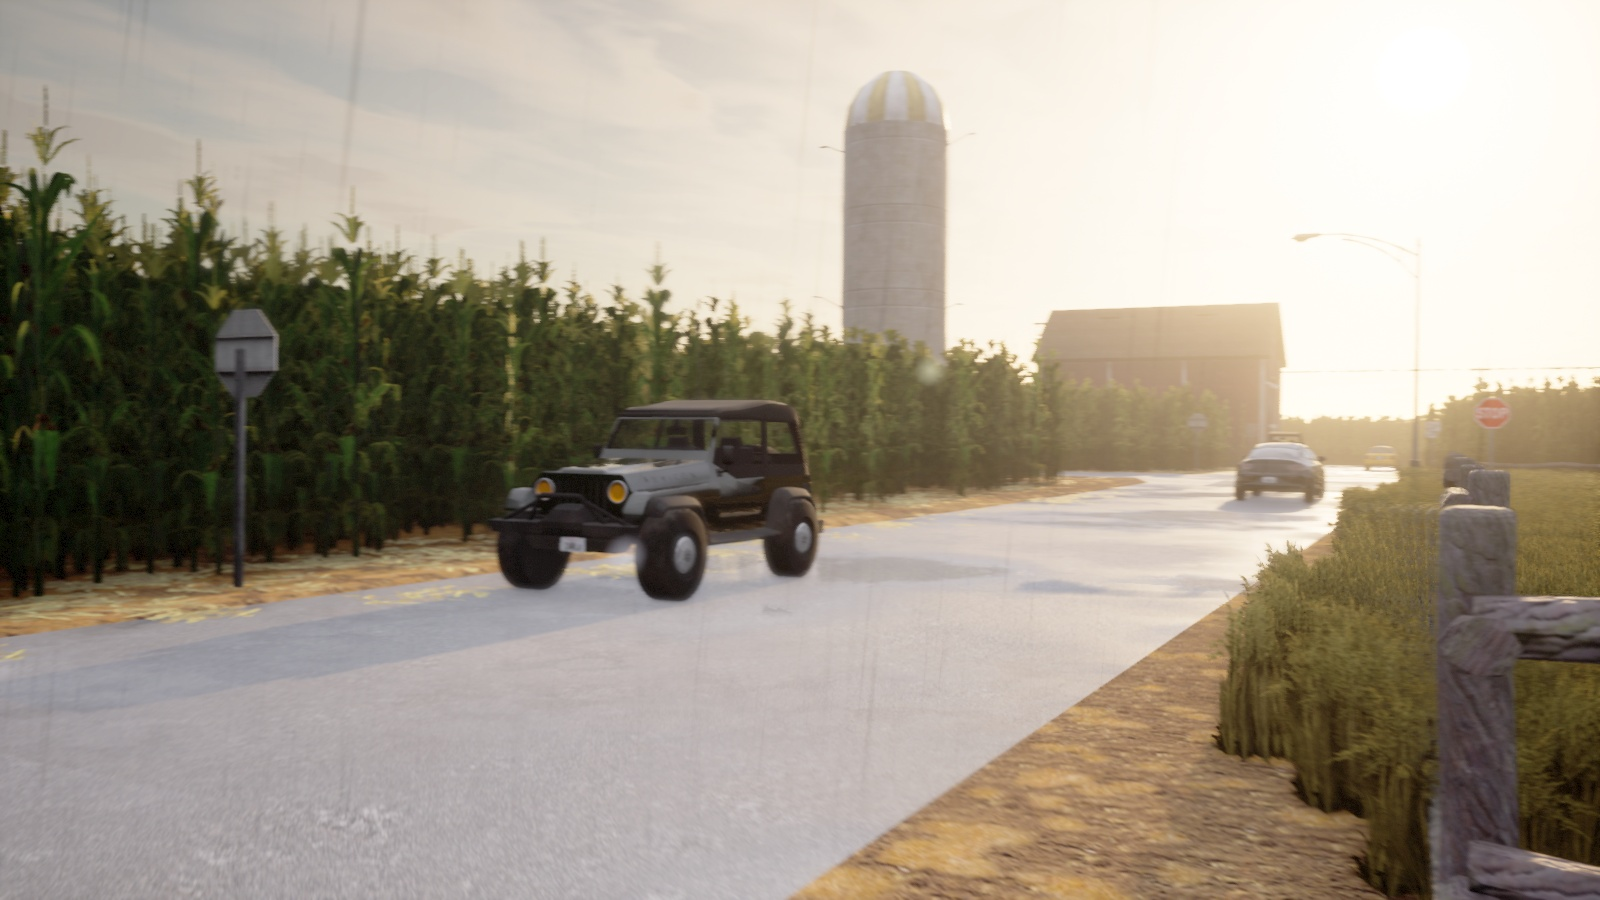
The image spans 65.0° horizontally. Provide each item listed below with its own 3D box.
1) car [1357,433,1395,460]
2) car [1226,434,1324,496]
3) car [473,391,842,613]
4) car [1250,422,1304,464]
[{"bbox_3d":[34.590,-0.207,75.355,1.801,1.575,5.366,0,0,27],"label":"car"},{"bbox_3d":[12.173,0.329,32.019,1.812,1.442,4.674,0,1,27],"label":"car"},{"bbox_3d":[-1.263,0.420,12.794,1.905,1.878,3.866,0,1,27],"label":"car"},{"bbox_3d":[21.910,-0.310,57.589,1.905,1.878,3.866,0,0,27],"label":"car"}]
